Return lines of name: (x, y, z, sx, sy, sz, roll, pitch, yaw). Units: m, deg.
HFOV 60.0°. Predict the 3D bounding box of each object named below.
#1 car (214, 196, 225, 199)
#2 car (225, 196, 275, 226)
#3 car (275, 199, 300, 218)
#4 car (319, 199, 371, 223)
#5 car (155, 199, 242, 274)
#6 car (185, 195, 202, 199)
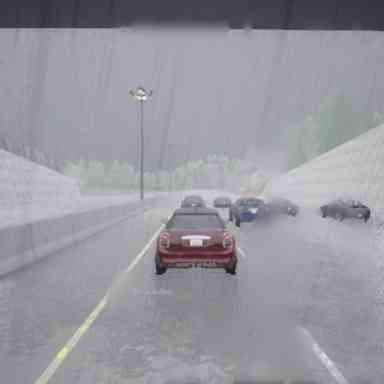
car: (3.610, 1.184, 39.604, 1.994, 1.385, 4.181, 0, 1, 0)
car: (3.605, 1.146, 21.448, 2.097, 1.767, 4.553, 0, 1, 0)
car: (7.107, 1.289, 26.898, 2.033, 1.411, 5.357, 0, 1, 0)
car: (10.605, 1.267, 23.428, 2.128, 1.511, 4.902, 0, 1, 0)
car: (0.103, 1.252, 10.357, 2.097, 1.767, 4.553, 0, 1, 0)
car: (0.108, 1.076, 28.727, 2.097, 1.767, 4.553, 0, 1, 0)
